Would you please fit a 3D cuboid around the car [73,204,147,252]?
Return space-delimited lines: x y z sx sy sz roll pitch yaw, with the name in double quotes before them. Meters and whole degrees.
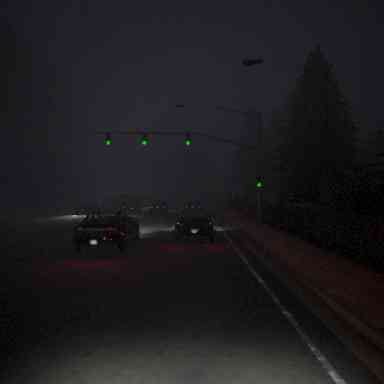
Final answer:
"car" -3.402 1.506 13.922 2.128 1.511 4.902 0 0 0

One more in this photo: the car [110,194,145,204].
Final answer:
"car" -7.054 1.242 37.031 2.150 2.045 5.566 0 0 1

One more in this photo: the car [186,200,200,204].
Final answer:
"car" 0.103 1.568 36.216 2.033 1.411 5.357 0 0 0

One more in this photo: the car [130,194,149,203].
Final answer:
"car" -11.295 1.395 71.068 2.097 1.767 4.553 0 0 -37

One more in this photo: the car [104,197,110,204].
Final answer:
"car" -10.598 1.376 42.902 2.097 1.767 4.553 0 0 0

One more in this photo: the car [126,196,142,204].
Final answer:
"car" -11.314 1.571 64.512 1.812 1.442 4.674 0 0 -26

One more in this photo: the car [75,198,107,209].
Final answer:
"car" -10.573 1.583 34.200 1.994 1.385 4.181 0 0 0

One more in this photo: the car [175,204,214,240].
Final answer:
"car" 0.100 1.535 16.948 1.812 1.442 4.674 0 0 0

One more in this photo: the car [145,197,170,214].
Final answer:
"car" -3.399 1.567 35.407 2.033 1.411 5.357 0 0 0

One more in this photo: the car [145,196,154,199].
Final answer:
"car" -7.314 1.380 49.962 2.097 1.767 4.553 0 0 -3

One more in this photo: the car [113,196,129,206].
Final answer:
"car" -12.574 1.525 58.565 2.128 1.511 4.902 0 0 -19
